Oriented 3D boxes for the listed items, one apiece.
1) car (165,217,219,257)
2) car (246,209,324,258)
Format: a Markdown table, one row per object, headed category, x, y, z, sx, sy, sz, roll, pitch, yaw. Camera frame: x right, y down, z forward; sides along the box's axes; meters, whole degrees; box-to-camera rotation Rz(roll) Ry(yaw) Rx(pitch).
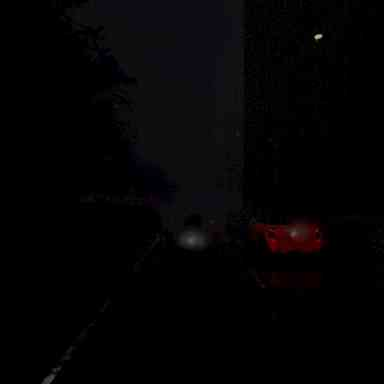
| category | x | y | z | sx | sy | sz | roll | pitch | yaw |
| --- | --- | --- | --- | --- | --- | --- | --- | --- | --- |
| car | 0.018 | 1.692 | 13.585 | 1.994 | 1.385 | 4.181 | 0 | 0 | 1 |
| car | 3.517 | 1.478 | 13.426 | 2.097 | 1.767 | 4.553 | 0 | -1 | 0 |
